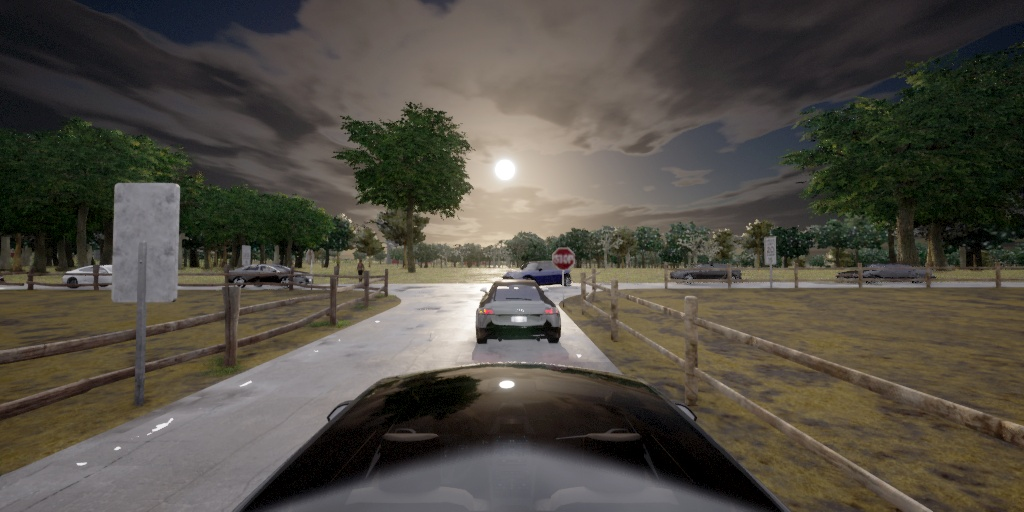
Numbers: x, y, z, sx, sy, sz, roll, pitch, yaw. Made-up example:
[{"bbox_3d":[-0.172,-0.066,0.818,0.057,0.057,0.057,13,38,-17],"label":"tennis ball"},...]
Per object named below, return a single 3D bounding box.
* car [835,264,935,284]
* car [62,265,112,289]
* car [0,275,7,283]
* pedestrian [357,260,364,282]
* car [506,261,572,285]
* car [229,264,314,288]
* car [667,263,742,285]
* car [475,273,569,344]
[{"bbox_3d":[26.279,1.235,25.370,5.357,1.411,2.033,0,-2,4],"label":"car"},{"bbox_3d":[-25.519,1.290,22.749,4.674,1.442,1.812,0,-2,0],"label":"car"},{"bbox_3d":[-35.819,1.307,22.751,5.357,1.411,2.033,0,-2,0],"label":"car"},{"bbox_3d":[-12.135,1.185,28.741,0.375,1.860,0.375,0,-1,0],"label":"pedestrian"},{"bbox_3d":[1.520,1.115,22.507,4.553,1.767,2.097,-1,0,-34],"label":"car"},{"bbox_3d":[-15.250,1.260,22.759,4.902,1.511,2.128,0,-1,0],"label":"car"},{"bbox_3d":[13.690,1.259,25.678,4.892,1.490,1.837,0,-2,1],"label":"car"},{"bbox_3d":[0.081,1.325,9.675,1.994,1.385,4.181,0,0,-2],"label":"car"}]
